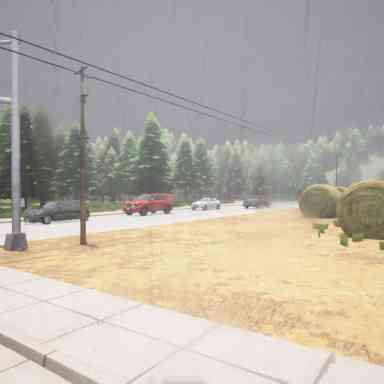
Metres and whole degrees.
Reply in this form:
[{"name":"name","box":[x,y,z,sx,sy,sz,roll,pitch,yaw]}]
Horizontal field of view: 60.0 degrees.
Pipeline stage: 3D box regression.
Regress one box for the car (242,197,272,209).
[{"name":"car","box":[8.467,1.410,43.134,2.033,1.411,5.357,0,0,37]}]

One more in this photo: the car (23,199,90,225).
[{"name":"car","box":[-9.926,1.362,24.612,2.097,1.767,4.553,0,0,37]}]

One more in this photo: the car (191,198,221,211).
[{"name":"car","box":[1.777,1.431,40.324,1.812,1.442,4.674,0,0,37]}]

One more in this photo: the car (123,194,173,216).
[{"name":"car","box":[-4.139,1.179,32.386,2.150,2.045,5.566,0,0,37]}]
